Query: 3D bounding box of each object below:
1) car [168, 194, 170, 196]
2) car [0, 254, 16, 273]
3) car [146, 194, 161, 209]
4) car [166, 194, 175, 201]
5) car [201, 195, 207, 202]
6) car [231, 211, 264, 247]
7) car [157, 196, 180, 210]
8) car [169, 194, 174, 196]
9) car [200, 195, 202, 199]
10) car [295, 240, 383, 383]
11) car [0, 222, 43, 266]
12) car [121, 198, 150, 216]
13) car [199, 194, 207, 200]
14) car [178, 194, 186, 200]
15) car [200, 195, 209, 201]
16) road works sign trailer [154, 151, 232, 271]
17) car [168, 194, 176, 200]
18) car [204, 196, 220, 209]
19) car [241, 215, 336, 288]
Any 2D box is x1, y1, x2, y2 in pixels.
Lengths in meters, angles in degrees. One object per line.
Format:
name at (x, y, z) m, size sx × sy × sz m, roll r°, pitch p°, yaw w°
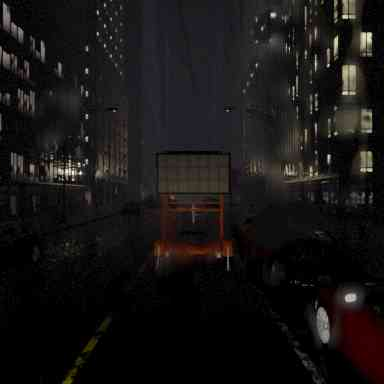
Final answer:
car at (-5.431, 1.519, 60.130) m, size 1.802 × 1.307 × 4.206 m, roll 1°, pitch 0°, yaw 0°
car at (-3.094, 1.491, 1.321) m, size 2.128 × 1.511 × 4.902 m, roll 0°, pitch 0°, yaw 0°
car at (-5.502, 1.407, 43.105) m, size 1.967 × 1.590 × 4.097 m, roll 0°, pitch 0°, yaw 0°
car at (-5.333, 1.320, 82.833) m, size 1.967 × 1.590 × 4.097 m, roll 1°, pitch 0°, yaw 0°
car at (2.926, 1.530, 54.406) m, size 1.802 × 1.307 × 4.206 m, roll 1°, pitch 0°, yaw 0°
car at (2.759, 1.522, 14.853) m, size 1.752 × 1.417 × 4.829 m, roll 0°, pitch 0°, yaw 0°
car at (-2.922, 1.569, 42.325) m, size 1.895 × 1.301 × 4.718 m, roll 0°, pitch 0°, yaw 0°
car at (-5.380, 1.226, 71.482) m, size 2.192 × 1.841 × 5.009 m, roll 1°, pitch 0°, yaw 0°
car at (2.950, 1.519, 60.080) m, size 1.802 × 1.307 × 4.206 m, roll 1°, pitch 0°, yaw 0°
car at (2.710, 1.545, 3.332) m, size 1.887 × 1.381 × 4.507 m, roll 0°, pitch 0°, yaw 0°
car at (-5.646, 1.550, 9.049) m, size 2.008 × 1.369 × 4.403 m, roll 0°, pitch 0°, yaw 0°
car at (-5.551, 1.527, 31.752) m, size 1.887 × 1.381 × 4.507 m, roll 0°, pitch 0°, yaw 0°
car at (3.094, 1.389, 94.129) m, size 1.887 × 1.381 × 4.507 m, roll 1°, pitch 0°, yaw 0°
car at (-2.637, 1.347, 86.151) m, size 1.882 × 1.535 × 5.008 m, roll 0°, pitch 0°, yaw 0°
car at (3.046, 1.445, 82.779) m, size 1.947 × 1.339 × 4.313 m, roll 1°, pitch 0°, yaw 0°
road works sign trailer at (0.046, 0.463, 10.928) m, size 2.380 × 3.560 × 2.880 m, roll 0°, pitch 0°, yaw 0°
car at (-5.311, 1.388, 88.339) m, size 1.752 × 1.417 × 4.829 m, roll 1°, pitch 0°, yaw 0°
car at (2.878, 1.533, 43.057) m, size 1.947 × 1.339 × 4.313 m, roll 0°, pitch 0°, yaw 0°
car at (2.734, 1.550, 9.006) m, size 2.008 × 1.369 × 4.403 m, roll 0°, pitch 0°, yaw 0°
